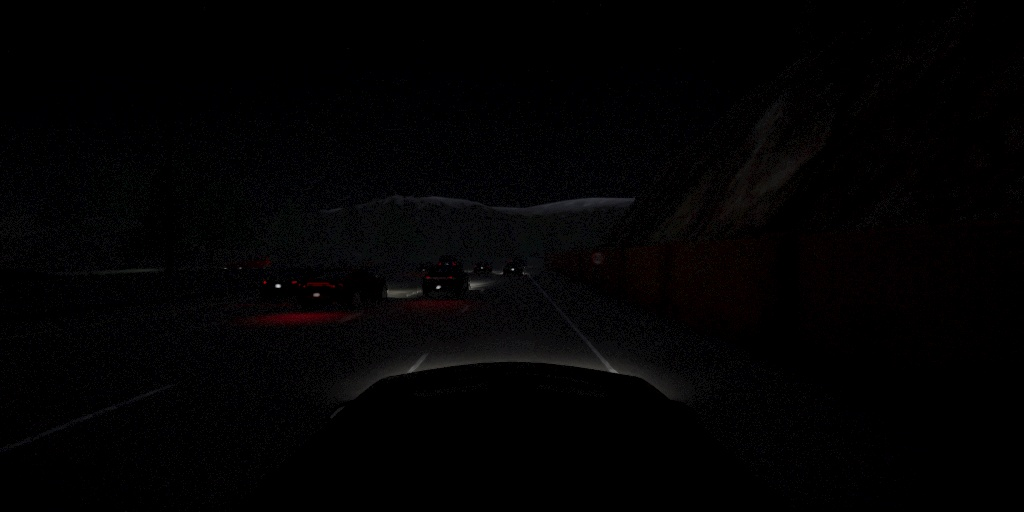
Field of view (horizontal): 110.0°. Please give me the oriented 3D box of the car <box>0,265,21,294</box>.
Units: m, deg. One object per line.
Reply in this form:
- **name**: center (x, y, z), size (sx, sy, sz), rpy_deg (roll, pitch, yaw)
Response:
- **car**: center (-28.094, 1.250, 17.408), size (1.837, 1.490, 4.892), rpy_deg (0, 0, 0)

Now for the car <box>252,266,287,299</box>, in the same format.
- **car**: center (-10.406, 1.312, 17.958), size (1.994, 1.385, 4.181), rpy_deg (0, 0, 0)

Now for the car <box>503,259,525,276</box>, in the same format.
- **car**: center (0.086, 1.314, 37.896), size (1.994, 1.385, 4.181), rpy_deg (0, 0, 0)

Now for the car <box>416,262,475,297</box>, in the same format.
- **car**: center (-3.405, 1.241, 19.041), size (2.128, 1.511, 4.902), rpy_deg (0, 0, 0)

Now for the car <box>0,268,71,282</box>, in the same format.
- **car**: center (-24.598, 1.293, 16.928), size (2.033, 1.411, 5.357), rpy_deg (0, 0, 0)

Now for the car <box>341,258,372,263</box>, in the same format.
- **car**: center (-21.044, 1.272, 48.733), size (1.812, 1.442, 4.674), rpy_deg (0, 0, -4)

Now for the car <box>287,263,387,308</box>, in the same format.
- **car**: center (-6.903, 1.227, 15.133), size (1.882, 1.535, 5.008), rpy_deg (0, 0, 0)

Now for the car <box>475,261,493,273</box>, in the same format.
- **car**: center (-3.413, 1.314, 42.852), size (1.994, 1.385, 4.181), rpy_deg (0, 0, 0)

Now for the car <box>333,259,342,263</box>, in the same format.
- **car**: center (-27.682, 1.242, 58.603), size (2.128, 1.511, 4.902), rpy_deg (0, 0, 4)

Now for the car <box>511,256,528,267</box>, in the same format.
- **car**: center (1.264, 0.972, 63.215), size (2.150, 2.045, 5.566), rpy_deg (-1, 0, 14)

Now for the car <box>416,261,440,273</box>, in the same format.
- **car**: center (-10.411, 1.349, 44.572), size (1.895, 1.301, 4.718), rpy_deg (0, 0, 0)

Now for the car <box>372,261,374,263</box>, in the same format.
- **car**: center (-24.189, 1.123, 58.194), size (2.097, 1.767, 4.553), rpy_deg (0, 0, 4)

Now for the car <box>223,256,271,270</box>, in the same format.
- **car**: center (-31.576, 0.961, 42.990), size (2.150, 2.045, 5.566), rpy_deg (0, 0, 1)

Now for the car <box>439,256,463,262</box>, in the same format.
- **car**: center (-6.917, 0.970, 40.578), size (2.150, 2.045, 5.566), rpy_deg (0, 0, 0)
